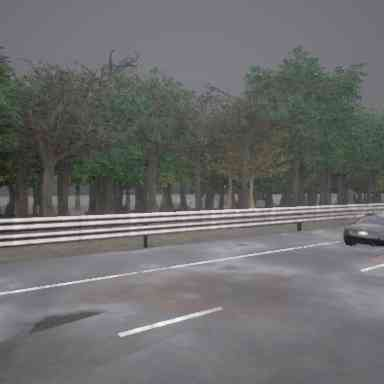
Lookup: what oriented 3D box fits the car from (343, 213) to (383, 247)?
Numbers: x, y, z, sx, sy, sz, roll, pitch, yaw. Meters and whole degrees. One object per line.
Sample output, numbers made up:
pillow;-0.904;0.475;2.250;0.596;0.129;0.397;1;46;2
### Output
car;8.269;1.572;14.067;4.181;1.385;1.994;0;0;-35
